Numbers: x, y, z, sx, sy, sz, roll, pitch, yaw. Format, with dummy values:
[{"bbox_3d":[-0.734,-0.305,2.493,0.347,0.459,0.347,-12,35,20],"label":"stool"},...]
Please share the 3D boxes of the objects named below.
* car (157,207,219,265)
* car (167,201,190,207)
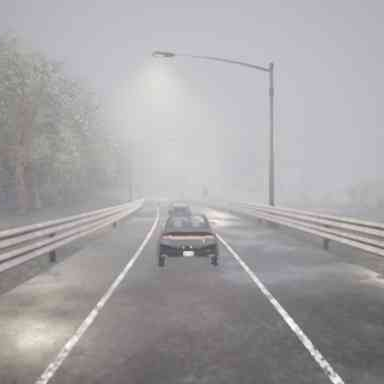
[{"bbox_3d":[-0.169,1.483,11.587,2.128,1.511,4.902,0,0,-2],"label":"car"},{"bbox_3d":[-1.103,1.496,27.853,1.812,1.442,4.674,0,0,-5],"label":"car"}]
